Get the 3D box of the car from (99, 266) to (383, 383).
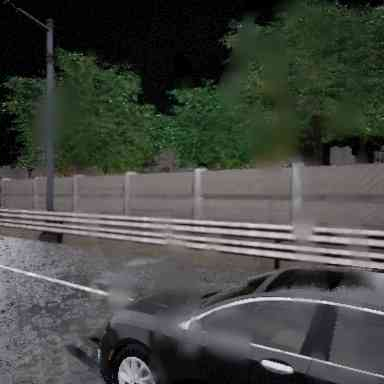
[{"bbox_3d":[1.174,1.508,3.154,4.892,1.490,1.837,0,0,35],"label":"car"}]
